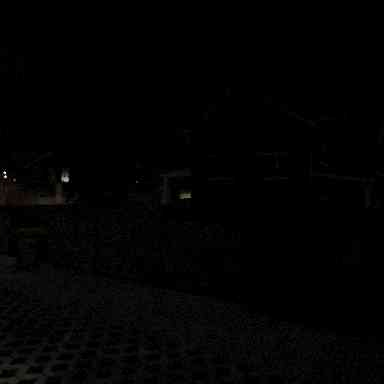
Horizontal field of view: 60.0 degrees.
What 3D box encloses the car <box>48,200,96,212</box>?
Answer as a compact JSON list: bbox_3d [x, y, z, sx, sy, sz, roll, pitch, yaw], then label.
[{"bbox_3d":[-12.018,1.526,34.398,2.033,1.411,5.357,1,1,35],"label":"car"}]
